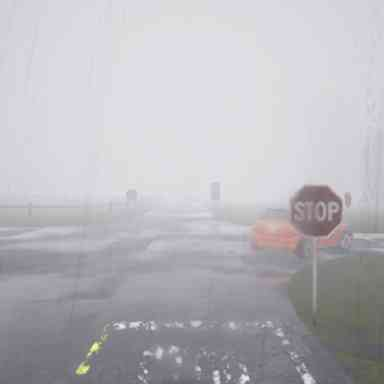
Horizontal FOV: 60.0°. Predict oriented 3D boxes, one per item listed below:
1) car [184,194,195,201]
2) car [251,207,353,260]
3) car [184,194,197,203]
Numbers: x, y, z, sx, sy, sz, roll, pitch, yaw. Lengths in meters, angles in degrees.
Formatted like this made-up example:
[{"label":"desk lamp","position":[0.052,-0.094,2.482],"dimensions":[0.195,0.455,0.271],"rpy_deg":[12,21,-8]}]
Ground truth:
[{"label":"car","position":[-0.623,1.146,72.194],"dimensions":[1.837,1.490,4.892],"rpy_deg":[0,0,-6]},{"label":"car","position":[4.290,1.342,12.659],"dimensions":[4.553,1.767,2.097],"rpy_deg":[1,0,-43]},{"label":"car","position":[0.035,1.272,61.668],"dimensions":[2.033,1.411,5.357],"rpy_deg":[0,0,-2]}]
